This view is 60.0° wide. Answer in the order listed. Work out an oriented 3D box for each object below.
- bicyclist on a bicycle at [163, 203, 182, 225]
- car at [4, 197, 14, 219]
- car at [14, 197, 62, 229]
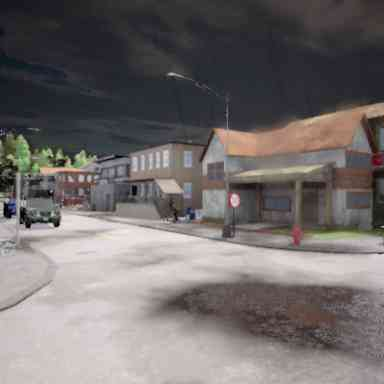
[{"bbox_3d":[-1.420,1.614,24.729,1.656,1.620,0.582,0,-1,-34],"label":"bicyclist on a bicycle"},{"bbox_3d":[-17.124,1.501,32.811,2.150,2.045,5.566,1,-1,-34],"label":"car"},{"bbox_3d":[-11.066,1.433,23.953,2.150,2.045,5.566,1,-1,-34],"label":"car"}]
